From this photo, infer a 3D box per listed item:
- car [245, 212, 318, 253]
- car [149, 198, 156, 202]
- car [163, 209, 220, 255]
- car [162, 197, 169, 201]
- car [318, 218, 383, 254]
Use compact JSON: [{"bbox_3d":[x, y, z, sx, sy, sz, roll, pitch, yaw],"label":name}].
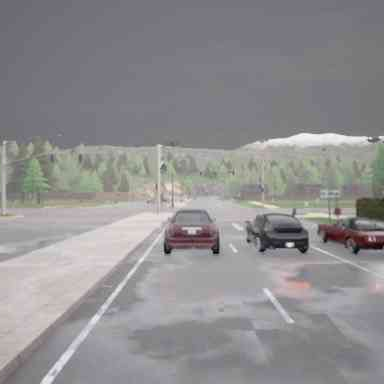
[{"bbox_3d":[3.496,1.642,14.303,1.837,1.490,4.892,0,0,0],"label":"car"},{"bbox_3d":[-10.677,2.268,88.650,1.812,1.442,4.674,0,-1,1],"label":"car"},{"bbox_3d":[-0.005,1.483,14.083,2.097,1.767,4.553,0,-1,0],"label":"car"},{"bbox_3d":[-7.140,2.070,91.120,1.812,1.442,4.674,0,-1,1],"label":"car"},{"bbox_3d":[6.994,1.734,14.107,1.895,1.301,4.718,0,0,0],"label":"car"}]
